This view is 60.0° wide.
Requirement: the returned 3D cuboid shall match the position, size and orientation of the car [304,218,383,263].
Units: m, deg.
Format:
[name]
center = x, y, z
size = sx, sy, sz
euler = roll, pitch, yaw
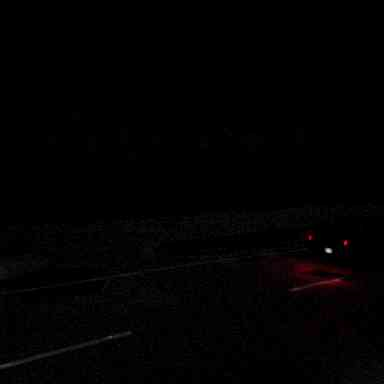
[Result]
[car]
center = 6.294, 1.602, 11.939
size = 4.718, 1.301, 1.895
euler = 0, 0, -32
